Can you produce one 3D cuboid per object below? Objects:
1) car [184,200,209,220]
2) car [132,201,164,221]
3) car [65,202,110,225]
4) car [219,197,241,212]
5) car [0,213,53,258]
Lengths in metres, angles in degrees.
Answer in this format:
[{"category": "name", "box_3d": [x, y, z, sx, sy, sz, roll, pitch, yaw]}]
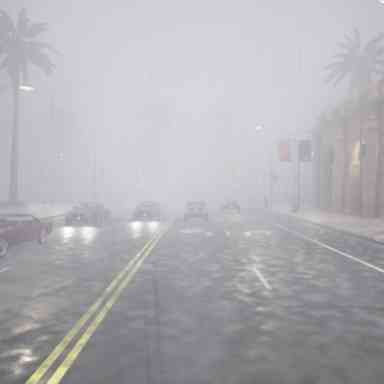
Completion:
[{"category": "car", "box_3d": [0.317, 1.356, 25.673, 2.033, 1.411, 5.357, 0, 0, 1]}, {"category": "car", "box_3d": [-3.293, 1.377, 25.309, 1.994, 1.385, 4.181, 0, 0, 1]}, {"category": "car", "box_3d": [-6.909, 1.398, 22.329, 1.994, 1.385, 4.181, 0, 0, 1]}, {"category": "car", "box_3d": [3.970, 1.267, 34.844, 1.812, 1.442, 4.674, 0, 0, 2]}, {"category": "car", "box_3d": [-7.042, 1.508, 12.404, 1.895, 1.301, 4.718, 0, 0, 1]}]
